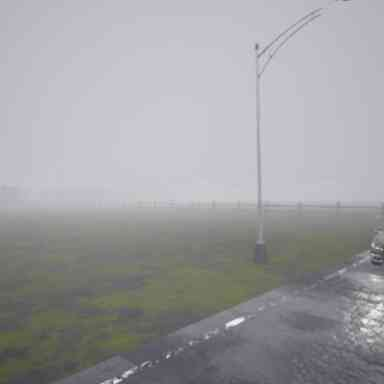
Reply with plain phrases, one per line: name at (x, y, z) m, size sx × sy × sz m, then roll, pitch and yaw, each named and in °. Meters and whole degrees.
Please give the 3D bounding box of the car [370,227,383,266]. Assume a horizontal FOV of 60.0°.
car at (7.297, 1.504, 10.729) m, size 1.837 × 1.490 × 4.892 m, roll -1°, pitch -1°, yaw 44°
